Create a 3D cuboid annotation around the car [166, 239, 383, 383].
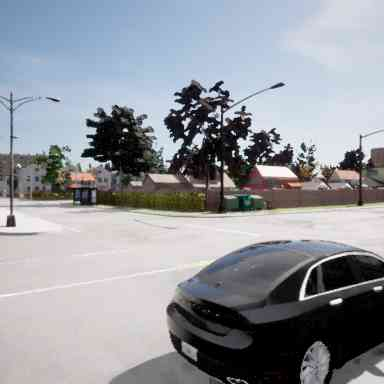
[{"bbox_3d":[1.937,1.506,5.124,4.892,1.490,1.837,0,0,-36],"label":"car"}]
